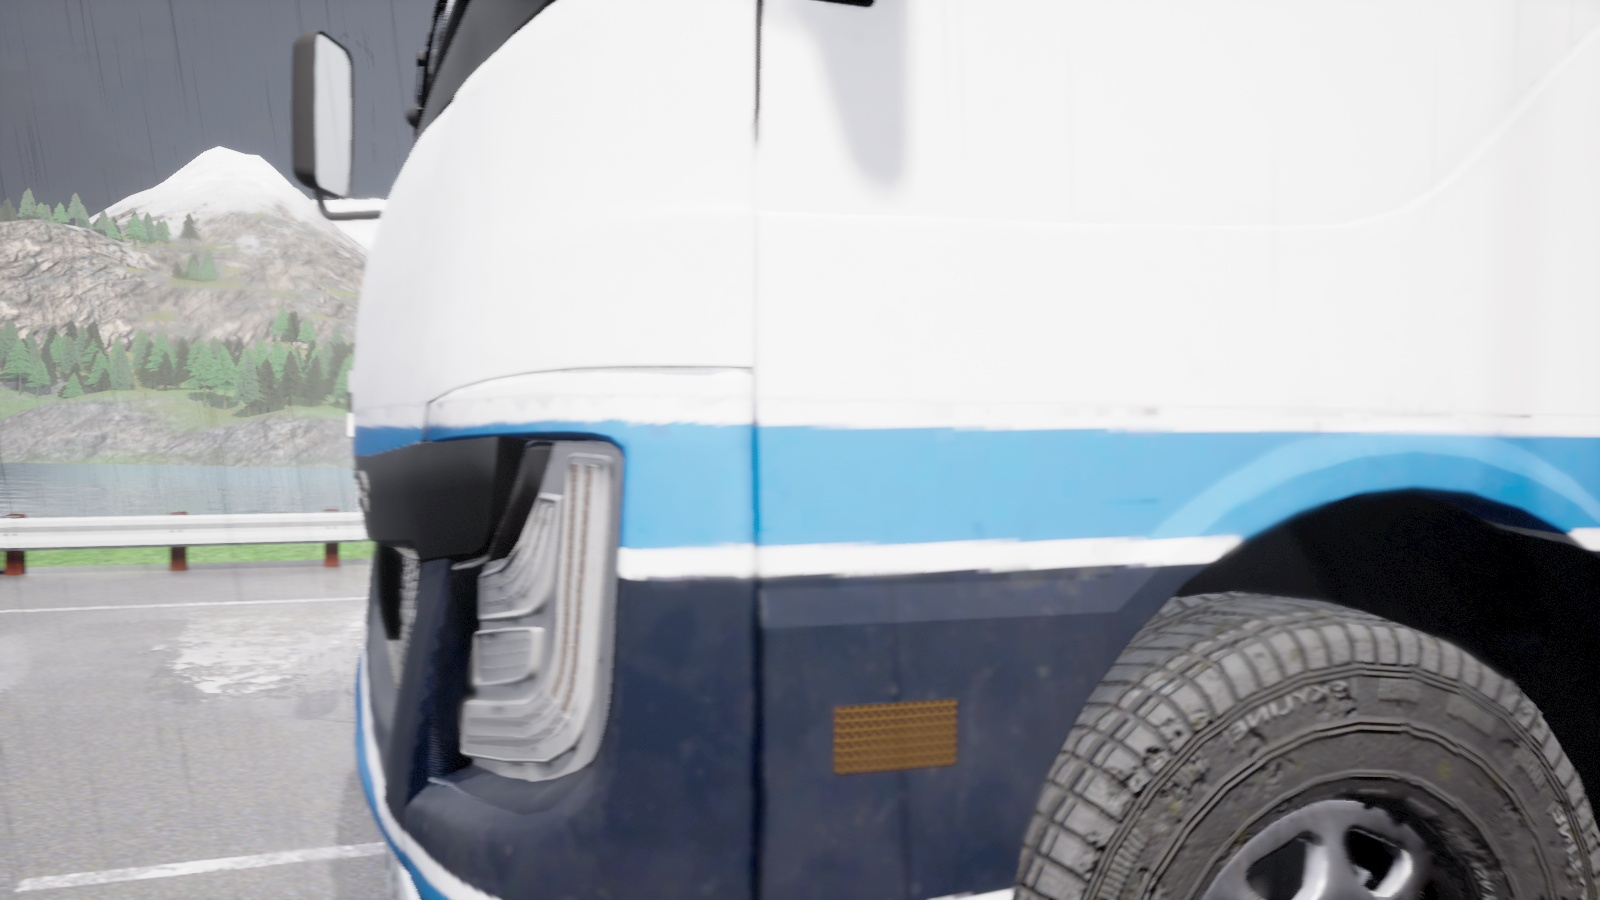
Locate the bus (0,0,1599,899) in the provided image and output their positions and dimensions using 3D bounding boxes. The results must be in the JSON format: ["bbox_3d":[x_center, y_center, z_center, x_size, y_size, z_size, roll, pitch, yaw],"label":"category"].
[{"bbox_3d":[3.042,-0.683,4.360,10.273,4.253,3.944,-1,1,-20],"label":"bus"}]
